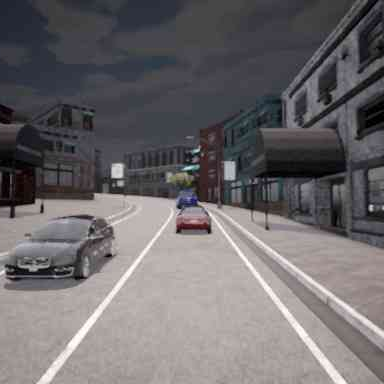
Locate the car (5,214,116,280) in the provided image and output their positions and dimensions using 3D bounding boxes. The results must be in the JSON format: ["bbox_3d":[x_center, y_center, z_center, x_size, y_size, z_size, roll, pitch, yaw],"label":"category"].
[{"bbox_3d":[-3.593,1.490,9.958,1.837,1.490,4.892,0,0,0],"label":"car"}]

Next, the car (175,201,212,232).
[{"bbox_3d":[0.101,1.487,19.482,1.994,1.385,4.181,0,1,0],"label":"car"}]

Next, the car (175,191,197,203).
[{"bbox_3d":[-0.701,0.898,38.140,2.150,2.045,5.566,1,1,-7],"label":"car"}]
